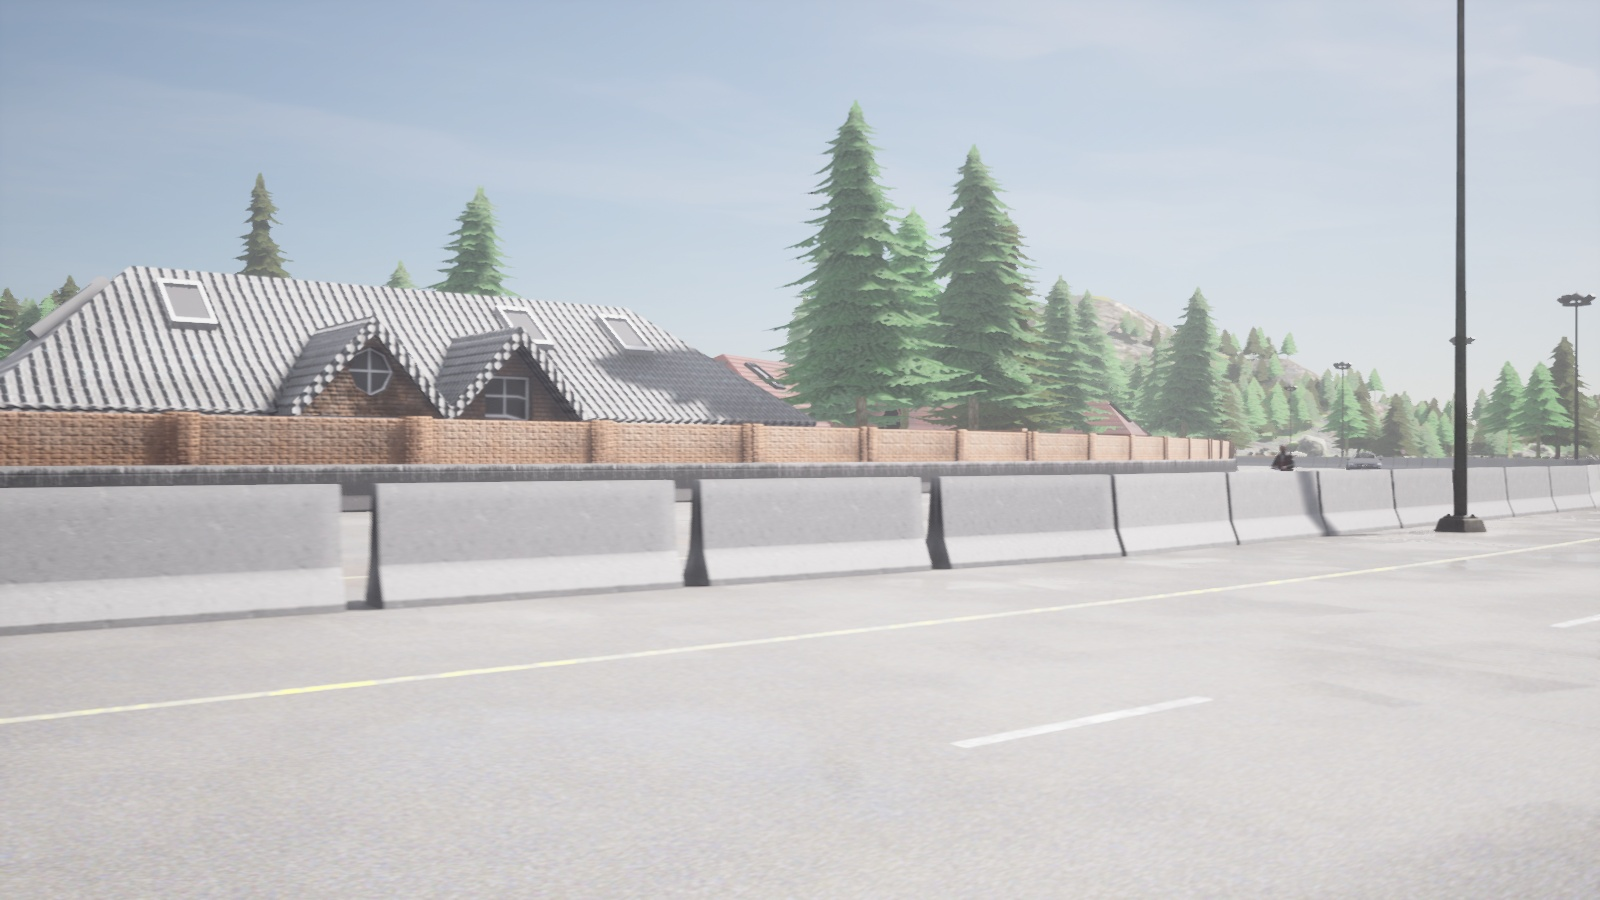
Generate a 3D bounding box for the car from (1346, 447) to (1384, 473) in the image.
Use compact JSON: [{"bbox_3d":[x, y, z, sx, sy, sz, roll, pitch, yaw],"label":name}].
[{"bbox_3d":[37.004,0.657,82.332,2.152,1.651,5.027,0,0,23],"label":"car"}]
